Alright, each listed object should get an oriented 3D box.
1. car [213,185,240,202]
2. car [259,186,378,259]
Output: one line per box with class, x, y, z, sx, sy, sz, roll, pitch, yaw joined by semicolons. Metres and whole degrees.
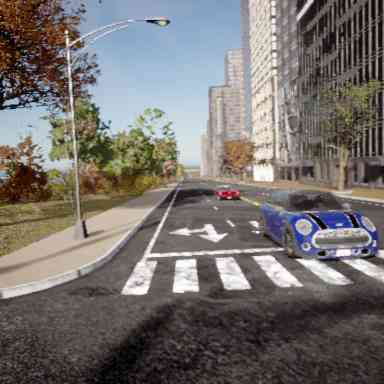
car;3.023;0.074;29.579;1.895;1.301;4.718;-3;3;-1
car;3.464;0.726;9.975;2.097;1.767;4.553;-3;3;-1
